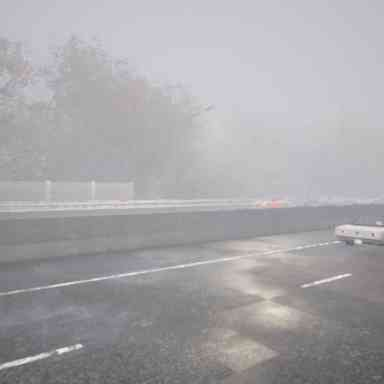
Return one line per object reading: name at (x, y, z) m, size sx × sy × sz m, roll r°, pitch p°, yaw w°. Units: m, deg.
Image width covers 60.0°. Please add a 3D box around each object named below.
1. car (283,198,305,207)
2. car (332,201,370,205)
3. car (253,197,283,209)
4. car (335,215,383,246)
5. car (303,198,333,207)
car at (13.551, 1.497, 39.374) m, size 4.902 × 1.511 × 2.128 m, roll 0°, pitch 0°, yaw -35°
car at (16.292, 1.605, 32.752) m, size 4.718 × 1.301 × 1.895 m, roll 0°, pitch 0°, yaw -35°
car at (9.609, 1.358, 40.864) m, size 4.553 × 1.767 × 2.097 m, roll 0°, pitch 0°, yaw -35°
car at (8.160, 1.602, 13.980) m, size 4.718 × 1.301 × 1.895 m, roll 0°, pitch 0°, yaw -35°
car at (14.429, 1.605, 35.716) m, size 4.718 × 1.301 × 1.895 m, roll 0°, pitch 0°, yaw -35°
